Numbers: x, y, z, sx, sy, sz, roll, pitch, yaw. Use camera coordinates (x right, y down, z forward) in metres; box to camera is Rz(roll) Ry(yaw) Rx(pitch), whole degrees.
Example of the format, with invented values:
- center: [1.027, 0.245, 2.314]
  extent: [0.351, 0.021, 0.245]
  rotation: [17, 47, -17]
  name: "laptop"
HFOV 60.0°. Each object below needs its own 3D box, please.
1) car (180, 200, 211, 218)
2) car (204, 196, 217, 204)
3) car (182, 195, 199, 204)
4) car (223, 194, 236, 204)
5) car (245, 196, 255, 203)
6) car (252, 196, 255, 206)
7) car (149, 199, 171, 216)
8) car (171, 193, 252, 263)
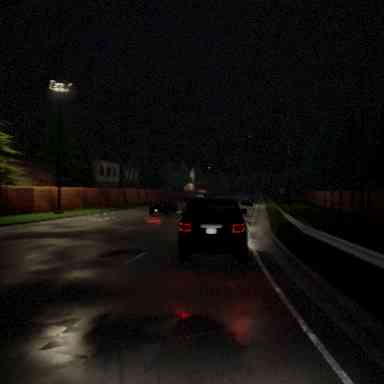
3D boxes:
- center: [0.413, 1.517, 30.400]
  extent: [1.994, 1.385, 4.181]
  rotation: [0, 0, 12]
  name: "car"
- center: [3.495, 1.447, 62.855]
  extent: [1.812, 1.442, 4.674]
  rotation: [0, 0, 12]
  name: "car"
- center: [-0.268, 1.388, 61.955]
  extent: [2.128, 1.511, 4.902]
  rotation: [0, 0, 12]
  name: "car"
- center: [7.150, 1.299, 62.747]
  extent: [2.097, 1.767, 4.553]
  rotation: [0, 0, 12]
  name: "car"
- center: [12.484, 1.521, 71.689]
  extent: [1.994, 1.385, 4.181]
  rotation: [0, 0, 12]
  name: "car"
- center: [8.519, 1.536, 52.159]
  extent: [1.994, 1.385, 4.181]
  rotation: [0, 0, 12]
  name: "car"
- center: [-2.744, 1.430, 32.403]
  extent: [1.837, 1.490, 4.892]
  rotation: [0, 0, 12]
  name: "car"
- center: [0.836, 1.207, 12.199]
  extent: [2.150, 2.045, 5.566]
  rotation: [0, 0, 6]
  name: "car"
